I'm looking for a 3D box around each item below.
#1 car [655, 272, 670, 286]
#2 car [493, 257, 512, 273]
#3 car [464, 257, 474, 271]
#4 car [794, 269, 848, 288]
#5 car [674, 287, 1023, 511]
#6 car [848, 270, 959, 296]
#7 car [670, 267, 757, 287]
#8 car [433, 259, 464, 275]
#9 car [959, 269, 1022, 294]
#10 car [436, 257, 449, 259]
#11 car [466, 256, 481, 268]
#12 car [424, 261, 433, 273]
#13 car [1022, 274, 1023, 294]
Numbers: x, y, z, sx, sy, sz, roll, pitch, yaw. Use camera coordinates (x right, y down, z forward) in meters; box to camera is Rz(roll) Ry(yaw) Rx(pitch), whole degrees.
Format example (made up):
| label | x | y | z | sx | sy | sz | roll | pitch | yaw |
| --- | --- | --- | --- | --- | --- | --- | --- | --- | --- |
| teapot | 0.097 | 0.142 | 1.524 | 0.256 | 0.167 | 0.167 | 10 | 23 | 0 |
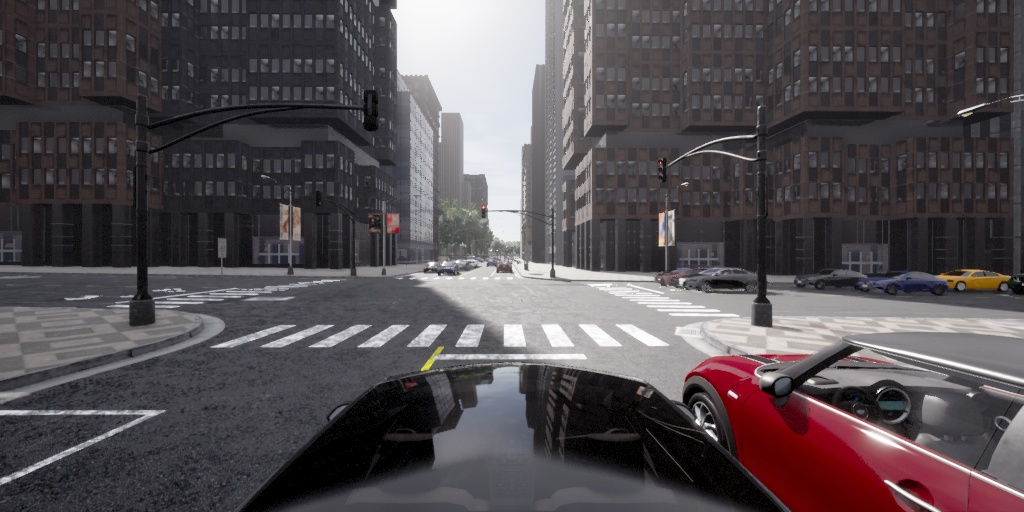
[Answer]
| label | x | y | z | sx | sy | sz | roll | pitch | yaw |
| --- | --- | --- | --- | --- | --- | --- | --- | --- | --- |
| car | 12.503 | 1.516 | 25.605 | 4.181 | 1.385 | 1.994 | 1 | 0 | -1 |
| car | -0.920 | 1.197 | 43.559 | 1.967 | 1.591 | 4.097 | 0 | 0 | -1 |
| car | -6.849 | 1.261 | 48.618 | 2.128 | 1.511 | 4.902 | 0 | 0 | -1 |
| car | 22.953 | 1.629 | 25.744 | 4.674 | 1.442 | 1.812 | 1 | 0 | -1 |
| car | 2.761 | 1.190 | 2.195 | 1.967 | 1.591 | 4.097 | 0 | 0 | 0 |
| car | 24.459 | 1.654 | 22.502 | 4.674 | 1.442 | 1.812 | 1 | 0 | -1 |
| car | 12.935 | 1.454 | 22.313 | 4.902 | 1.511 | 2.128 | 1 | 0 | -2 |
| car | -6.698 | 1.294 | 38.352 | 2.033 | 1.411 | 5.357 | 0 | 0 | -1 |
| car | 32.839 | 1.724 | 25.869 | 5.008 | 1.535 | 1.882 | 1 | 0 | -1 |
| car | -9.520 | 1.084 | 48.868 | 2.192 | 1.841 | 5.009 | 0 | 0 | -1 |
| car | -6.997 | 1.017 | 60.486 | 2.150 | 2.045 | 5.566 | 0 | 0 | 0 |
| car | -9.445 | 1.323 | 43.443 | 1.948 | 1.339 | 4.313 | 0 | 0 | -1 |
| car | 35.149 | 1.506 | 22.647 | 5.566 | 2.045 | 2.150 | 1 | 0 | -1 |
